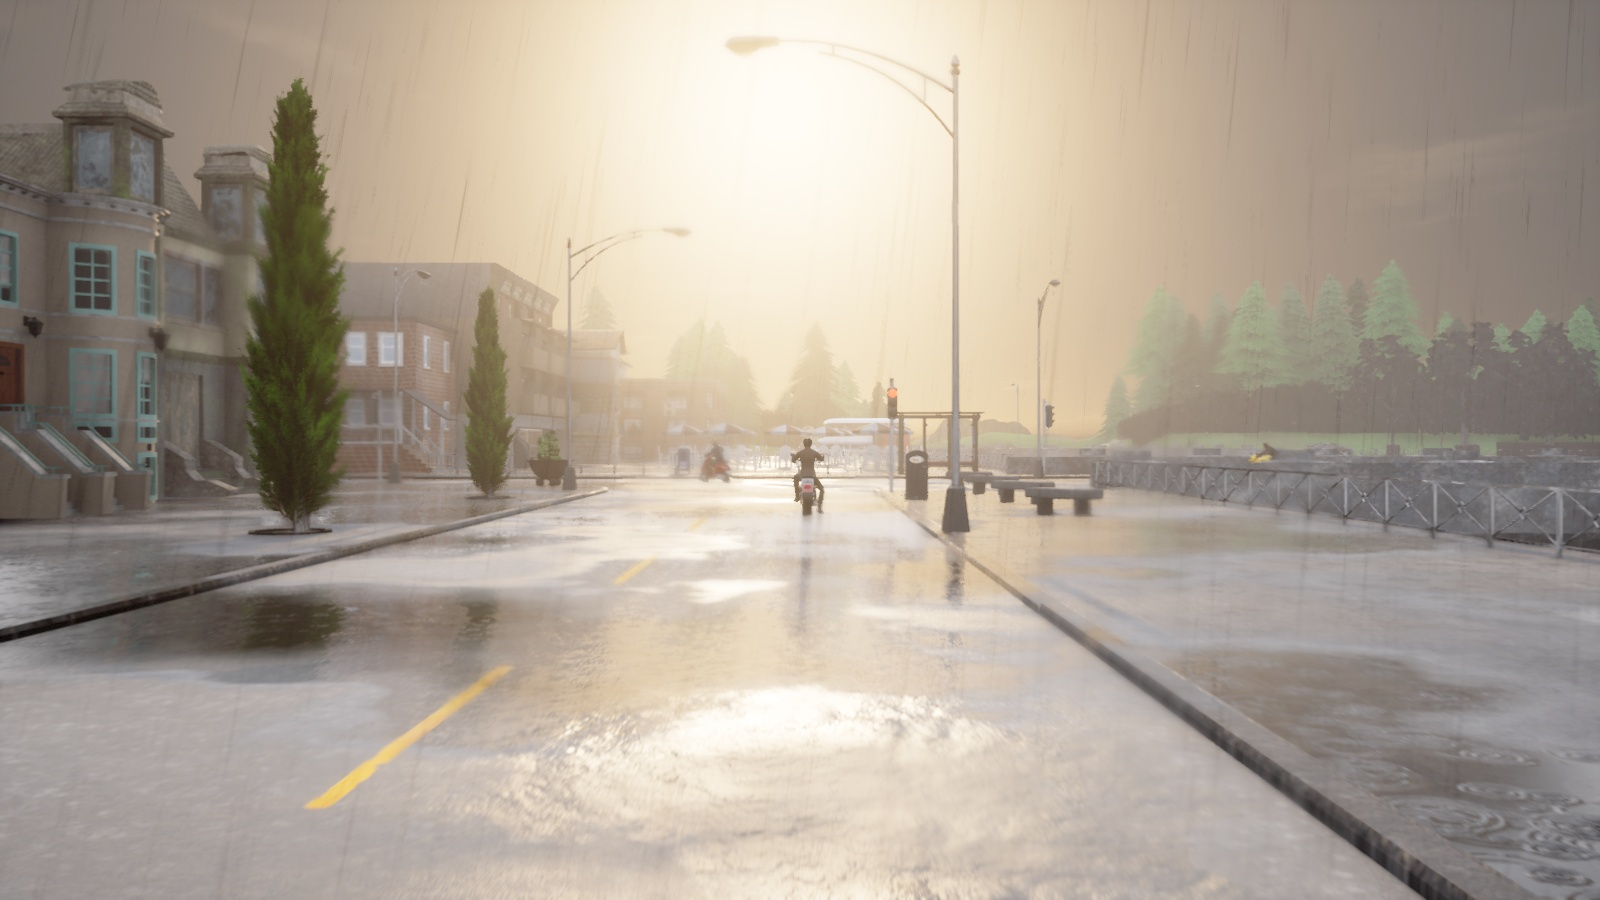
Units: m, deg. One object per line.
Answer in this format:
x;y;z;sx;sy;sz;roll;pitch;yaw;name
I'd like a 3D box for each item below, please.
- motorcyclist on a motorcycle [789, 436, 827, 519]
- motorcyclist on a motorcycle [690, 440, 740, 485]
0.161;0.549;26.277;0.766;1.649;2.350;0;0;0;motorcyclist on a motorcycle
-3.147;0.437;46.268;0.866;1.590;1.817;-2;2;-41;motorcyclist on a motorcycle
